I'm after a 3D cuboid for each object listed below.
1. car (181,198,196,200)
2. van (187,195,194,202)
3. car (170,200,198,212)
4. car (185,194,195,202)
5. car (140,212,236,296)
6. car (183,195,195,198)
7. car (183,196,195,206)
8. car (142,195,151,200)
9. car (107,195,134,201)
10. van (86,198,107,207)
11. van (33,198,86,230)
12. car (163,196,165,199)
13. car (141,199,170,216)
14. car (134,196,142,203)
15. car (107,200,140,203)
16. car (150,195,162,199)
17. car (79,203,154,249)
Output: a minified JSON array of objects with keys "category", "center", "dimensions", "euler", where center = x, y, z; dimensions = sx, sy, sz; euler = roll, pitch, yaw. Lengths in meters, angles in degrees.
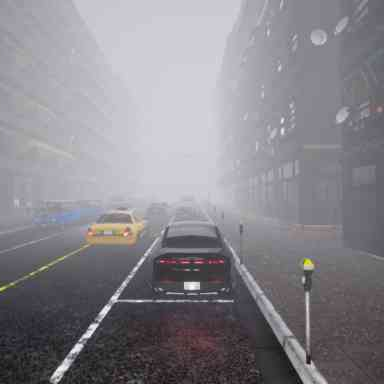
[{"category":"car","center":[-0.438,1.582,31.754],"dimensions":[1.887,1.381,4.507],"euler":[1,0,0]},{"category":"van","center":[-0.473,1.575,87.068],"dimensions":[1.690,1.788,3.998],"euler":[1,0,0]},{"category":"car","center":[-0.437,1.572,26.224],"dimensions":[1.887,1.381,4.507],"euler":[1,0,0]},{"category":"car","center":[-0.472,1.521,81.536],"dimensions":[2.192,1.841,5.009],"euler":[1,0,0]},{"category":"car","center":[0.000,1.509,8.653],"dimensions":[1.837,1.490,4.892],"euler":[0,0,0]},{"category":"car","center":[-0.428,1.490,37.286],"dimensions":[1.967,1.590,4.097],"euler":[1,0,0]},{"category":"car","center":[-0.472,1.553,59.411],"dimensions":[1.967,1.590,4.097],"euler":[1,0,0]},{"category":"car","center":[-8.321,1.660,53.938],"dimensions":[1.947,1.339,4.313],"euler":[1,0,0]},{"category":"car","center":[-8.313,1.365,37.346],"dimensions":[2.192,1.841,5.009],"euler":[1,0,0]},{"category":"van","center":[-8.313,1.368,26.285],"dimensions":[1.690,1.788,3.998],"euler":[1,0,0]},{"category":"van","center":[-8.312,1.359,20.753],"dimensions":[1.690,1.788,3.998],"euler":[2,0,0]},{"category":"car","center":[-8.325,1.846,92.652],"dimensions":[1.802,1.307,4.206],"euler":[1,0,0]},{"category":"car","center":[-2.928,1.580,29.572],"dimensions":[2.033,1.411,5.357],"euler":[0,0,0]},{"category":"car","center":[-8.313,1.379,42.876],"dimensions":[2.192,1.841,5.009],"euler":[1,0,0]},{"category":"car","center":[-5.869,1.630,27.598],"dimensions":[1.895,1.301,4.718],"euler":[0,0,0]},{"category":"car","center":[-8.316,1.471,70.528],"dimensions":[2.192,1.841,5.009],"euler":[1,0,0]},{"category":"car","center":[-3.020,1.465,14.536],"dimensions":[1.801,1.575,5.366],"euler":[0,0,0]}]
